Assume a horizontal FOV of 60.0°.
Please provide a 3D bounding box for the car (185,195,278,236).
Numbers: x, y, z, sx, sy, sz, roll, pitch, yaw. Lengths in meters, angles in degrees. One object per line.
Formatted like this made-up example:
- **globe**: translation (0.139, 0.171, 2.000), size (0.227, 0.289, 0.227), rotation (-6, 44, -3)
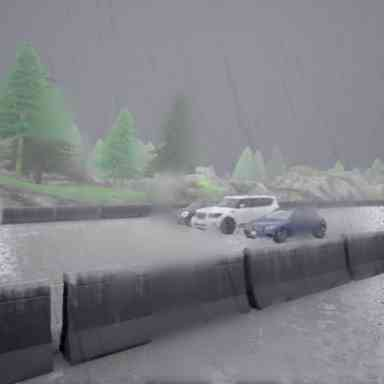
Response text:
- **car**: translation (2.664, 1.202, 18.791), size (5.566, 2.045, 2.150), rotation (0, 0, -35)

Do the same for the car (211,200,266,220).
- **car**: translation (4.018, 1.496, 28.357), size (4.674, 1.442, 1.812), rotation (0, 0, -35)

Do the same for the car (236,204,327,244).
- **car**: translation (4.570, 1.507, 15.851), size (4.674, 1.442, 1.812), rotation (0, 0, -35)

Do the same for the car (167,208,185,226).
- **car**: translation (0.645, 1.332, 21.648), size (4.553, 1.767, 2.097), rotation (0, 0, -35)
